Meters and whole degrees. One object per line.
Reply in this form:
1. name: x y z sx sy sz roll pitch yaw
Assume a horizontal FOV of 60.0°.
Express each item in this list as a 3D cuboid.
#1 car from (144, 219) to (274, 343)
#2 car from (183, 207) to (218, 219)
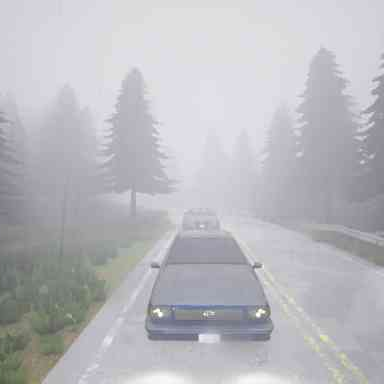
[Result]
1. car: 0.277 1.557 7.080 2.033 1.411 5.357 0 0 1
2. car: 0.462 1.584 19.165 1.994 1.385 4.181 0 0 -2
